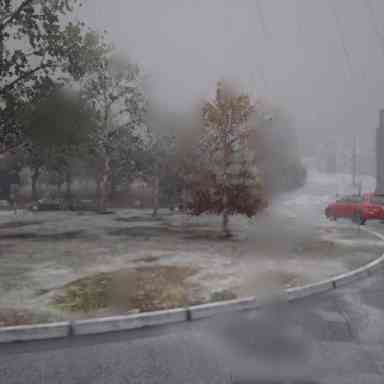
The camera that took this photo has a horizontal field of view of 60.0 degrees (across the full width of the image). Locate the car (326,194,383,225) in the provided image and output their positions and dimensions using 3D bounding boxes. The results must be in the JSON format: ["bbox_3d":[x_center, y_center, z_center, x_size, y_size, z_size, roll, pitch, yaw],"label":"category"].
[{"bbox_3d":[11.790,1.159,23.568,2.150,2.045,5.566,0,0,-8],"label":"car"}]

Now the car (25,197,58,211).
[{"bbox_3d":[-16.607,1.372,38.530,4.892,1.490,1.837,0,0,-28],"label":"car"}]

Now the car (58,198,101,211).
[{"bbox_3d":[-12.059,1.422,37.140,4.674,1.442,1.812,1,0,-18],"label":"car"}]

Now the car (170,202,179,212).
[{"bbox_3d":[-0.117,1.493,37.222,4.902,1.511,2.128,0,0,22],"label":"car"}]
